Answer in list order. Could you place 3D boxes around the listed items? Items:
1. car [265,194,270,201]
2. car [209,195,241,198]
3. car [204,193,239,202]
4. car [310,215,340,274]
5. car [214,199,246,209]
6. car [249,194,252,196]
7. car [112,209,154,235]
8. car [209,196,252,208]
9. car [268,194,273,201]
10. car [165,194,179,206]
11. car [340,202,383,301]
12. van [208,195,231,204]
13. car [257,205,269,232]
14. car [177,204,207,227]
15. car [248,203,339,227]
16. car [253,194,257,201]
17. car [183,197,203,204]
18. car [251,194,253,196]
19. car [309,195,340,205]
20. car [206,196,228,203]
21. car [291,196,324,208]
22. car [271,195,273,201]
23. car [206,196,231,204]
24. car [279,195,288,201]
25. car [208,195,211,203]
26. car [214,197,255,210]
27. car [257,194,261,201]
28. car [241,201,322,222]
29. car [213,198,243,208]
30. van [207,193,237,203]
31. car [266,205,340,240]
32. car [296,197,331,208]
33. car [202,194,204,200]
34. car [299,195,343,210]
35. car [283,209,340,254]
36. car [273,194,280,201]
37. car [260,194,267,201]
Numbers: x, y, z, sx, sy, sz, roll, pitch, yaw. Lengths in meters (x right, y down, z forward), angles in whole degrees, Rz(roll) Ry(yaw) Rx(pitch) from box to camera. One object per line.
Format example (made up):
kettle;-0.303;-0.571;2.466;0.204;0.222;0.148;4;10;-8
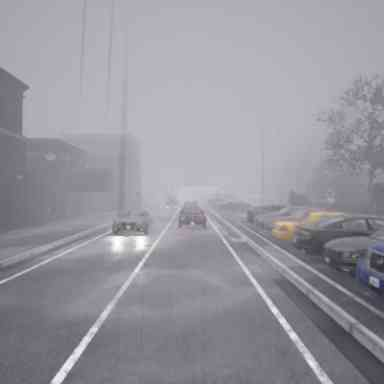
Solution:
car;18.807;1.788;71.234;4.792;1.488;2.163;0;0;0
car;5.764;1.786;57.272;4.792;1.488;2.163;0;0;0
car;5.743;1.508;65.622;5.566;2.045;2.435;0;0;0
car;6.077;1.519;8.818;5.008;1.535;2.097;0;0;0
car;5.837;1.785;51.706;4.792;1.488;2.163;0;0;0
car;18.781;1.751;90.729;5.008;1.535;2.097;0;0;0
car;-3.413;1.702;19.827;1.994;1.385;4.181;0;0;0
car;5.630;1.751;48.923;5.366;1.575;1.946;0;0;0
car;18.850;1.758;68.448;5.008;1.535;2.097;0;0;0
car;-3.596;1.454;60.967;2.150;2.045;5.566;0;0;0
car;6.043;1.261;5.993;5.566;2.045;2.435;0;0;0
van;5.648;1.535;68.405;4.442;1.987;1.878;0;0;0
car;6.075;1.578;17.295;4.674;1.452;2.002;0;0;0
car;0.015;1.761;23.860;1.895;1.301;4.718;0;0;0
car;6.075;1.584;20.121;4.674;1.452;2.002;0;0;0
car;18.780;1.505;82.372;5.566;2.045;2.435;0;0;0
car;-0.091;1.702;41.635;2.128;1.511;4.902;0;0;0
car;18.762;1.628;87.944;4.553;1.767;2.185;0;0;0
car;18.871;1.625;46.168;4.553;1.767;2.185;0;0;0
car;5.749;1.762;76.755;4.892;1.521;2.231;0;0;0
car;18.911;1.628;54.649;4.553;1.767;2.185;0;0;0
car;19.037;1.754;65.789;5.366;1.575;1.946;0;0;0
car;5.936;1.758;73.973;5.366;1.575;1.946;0;0;0
car;18.835;1.629;60.094;4.553;1.767;2.185;0;0;0
car;5.780;1.759;60.056;4.892;1.521;2.231;0;0;0
car;5.837;1.794;46.281;4.674;1.452;2.002;1;0;0
car;18.822;1.759;79.589;4.892;1.521;2.231;0;0;0
car;6.102;1.580;22.948;4.792;1.488;2.163;0;0;0
car;5.803;1.796;54.489;4.674;1.452;2.002;0;0;0
van;5.662;1.533;62.963;4.442;1.987;1.878;0;0;0
car;6.257;1.528;14.470;5.366;1.575;1.946;0;0;0
car;18.919;1.627;51.864;4.553;1.767;2.185;0;0;0
car;5.685;1.786;87.889;4.792;1.488;2.163;0;0;0
car;18.924;1.500;48.954;5.566;2.045;2.435;0;0;0
car;6.067;1.525;11.643;5.008;1.535;2.097;0;0;0
car;18.887;1.505;63.004;5.566;2.045;2.435;0;0;0
car;18.854;1.633;76.803;4.553;1.767;2.185;0;0;0
